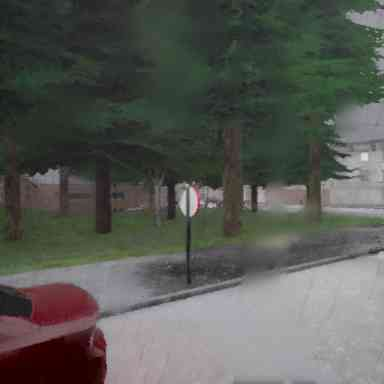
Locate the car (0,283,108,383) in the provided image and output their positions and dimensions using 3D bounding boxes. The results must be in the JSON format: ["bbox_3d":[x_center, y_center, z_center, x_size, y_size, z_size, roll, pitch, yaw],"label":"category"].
[{"bbox_3d":[-3.151,1.497,2.352,5.008,1.535,1.882,-1,0,-36],"label":"car"}]

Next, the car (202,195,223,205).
[{"bbox_3d":[3.610,1.166,47.912,2.033,1.411,5.357,-1,0,-35],"label":"car"}]
